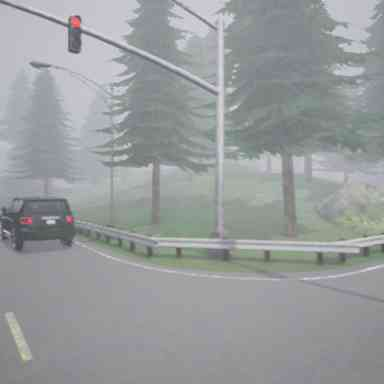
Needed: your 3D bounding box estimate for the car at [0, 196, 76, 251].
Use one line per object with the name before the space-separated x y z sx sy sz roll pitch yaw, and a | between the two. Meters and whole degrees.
car | -6.845 1.209 14.517 2.150 2.045 5.566 0 0 -37
